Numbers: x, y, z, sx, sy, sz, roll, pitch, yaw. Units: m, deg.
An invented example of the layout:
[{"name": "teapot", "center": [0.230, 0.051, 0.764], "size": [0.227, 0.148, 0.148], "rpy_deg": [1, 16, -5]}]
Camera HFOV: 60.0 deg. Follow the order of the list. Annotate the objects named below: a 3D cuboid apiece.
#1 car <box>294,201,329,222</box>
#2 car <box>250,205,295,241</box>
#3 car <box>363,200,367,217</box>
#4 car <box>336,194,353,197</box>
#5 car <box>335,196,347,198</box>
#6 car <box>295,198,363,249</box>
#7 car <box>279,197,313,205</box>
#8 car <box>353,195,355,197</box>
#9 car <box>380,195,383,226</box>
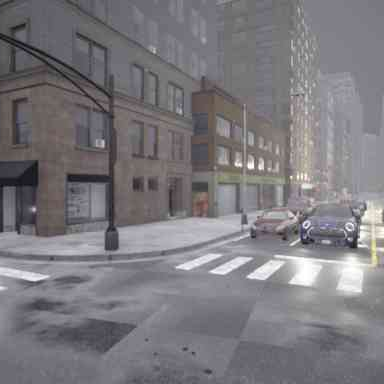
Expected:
[{"name": "car", "center": [9.478, 1.481, 26.153], "size": [1.887, 1.381, 4.507], "rpy_deg": [0, 0, 28]}, {"name": "car", "center": [4.188, 1.519, 16.360], "size": [1.802, 1.307, 4.206], "rpy_deg": [0, 0, 28]}, {"name": "car", "center": [10.516, 1.449, 22.635], "size": [2.128, 1.511, 4.902], "rpy_deg": [1, 0, 28]}, {"name": "car", "center": [22.701, 1.268, 50.635], "size": [2.192, 1.841, 5.009], "rpy_deg": [0, 0, 28]}, {"name": "car", "center": [17.412, 1.495, 40.841], "size": [2.008, 1.369, 4.403], "rpy_deg": [0, 0, 28]}, {"name": "car", "center": [6.172, 1.310, 14.603], "size": [2.097, 1.767, 4.553], "rpy_deg": [1, 0, 28]}, {"name": "car", "center": [6.832, 1.251, 21.257], "size": [2.192, 1.841, 5.009], "rpy_deg": [0, 0, 28]}, {"name": "car", "center": [27.991, 1.402, 60.428], "size": [1.967, 1.590, 4.097], "rpy_deg": [0, 0, 28]}, {"name": "car", "center": [14.046, 1.336, 22.450], "size": [2.097, 1.767, 4.553], "rpy_deg": [1, 0, 28]}]
